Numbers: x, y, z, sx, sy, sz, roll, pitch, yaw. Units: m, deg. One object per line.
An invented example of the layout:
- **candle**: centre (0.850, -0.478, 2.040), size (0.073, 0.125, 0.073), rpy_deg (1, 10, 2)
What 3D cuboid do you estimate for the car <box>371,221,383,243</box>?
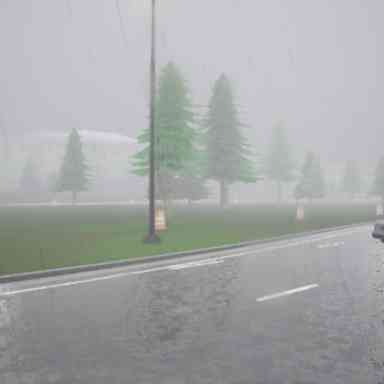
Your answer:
- **car**: centre (10.476, 1.663, 15.509), size (5.357, 1.411, 2.033), rpy_deg (0, 0, -35)
